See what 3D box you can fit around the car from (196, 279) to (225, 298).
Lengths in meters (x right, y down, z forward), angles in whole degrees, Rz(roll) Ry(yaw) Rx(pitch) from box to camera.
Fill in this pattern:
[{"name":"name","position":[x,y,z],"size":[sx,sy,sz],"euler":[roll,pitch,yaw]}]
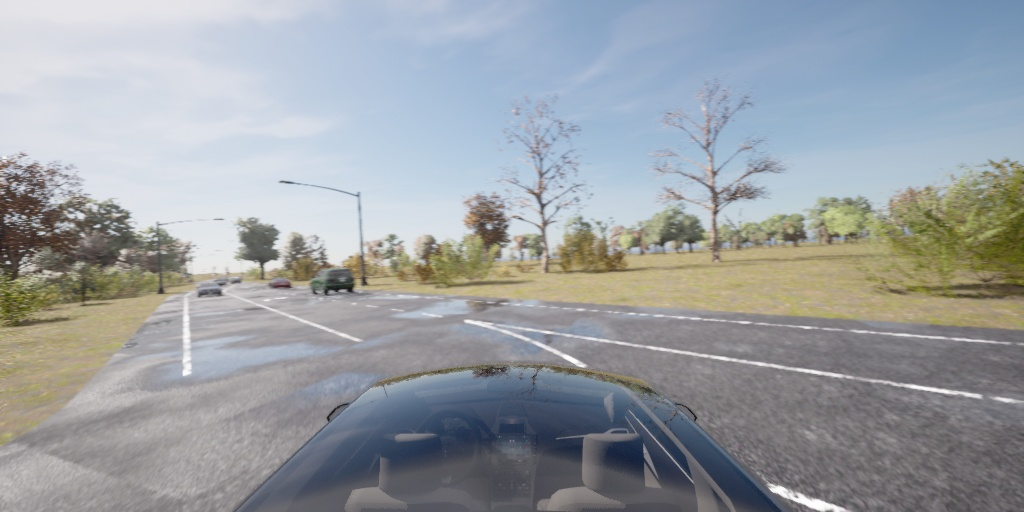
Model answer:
[{"name":"car","position":[-31.010,3.449,36.750],"size":[1.812,1.442,4.674],"euler":[-3,0,-42]}]

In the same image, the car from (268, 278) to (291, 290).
[{"name":"car","position":[-29.534,3.454,45.505],"size":[1.994,1.385,4.181],"euler":[-3,-1,-42]}]

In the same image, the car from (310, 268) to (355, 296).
[{"name":"car","position":[-14.606,2.078,29.059],"size":[2.150,2.045,5.566],"euler":[-3,-1,-42]}]
